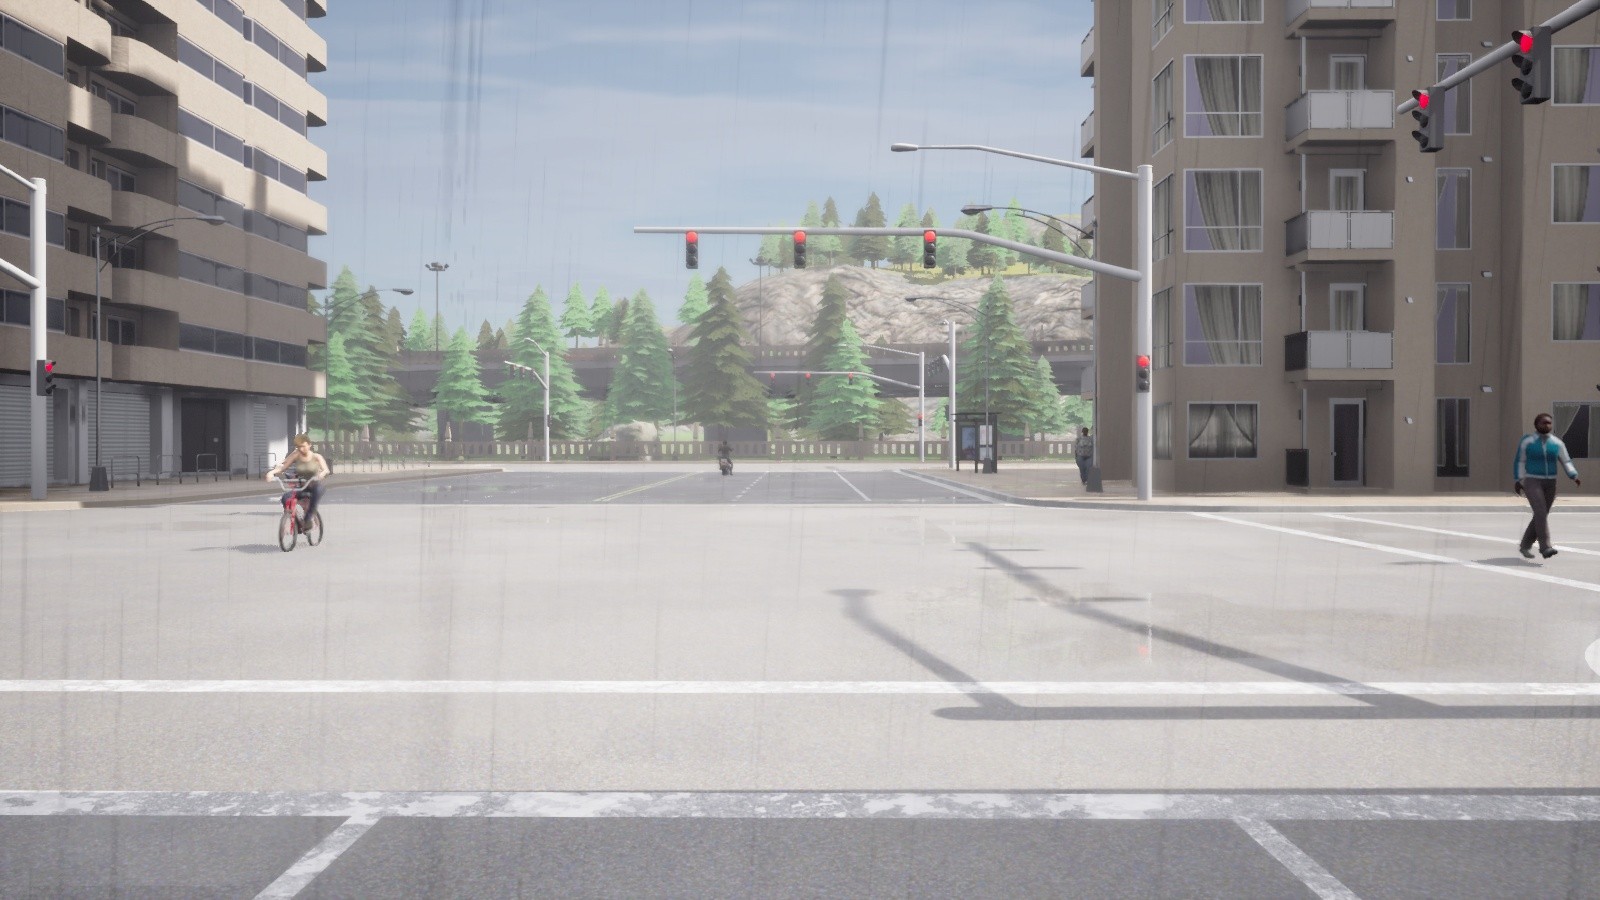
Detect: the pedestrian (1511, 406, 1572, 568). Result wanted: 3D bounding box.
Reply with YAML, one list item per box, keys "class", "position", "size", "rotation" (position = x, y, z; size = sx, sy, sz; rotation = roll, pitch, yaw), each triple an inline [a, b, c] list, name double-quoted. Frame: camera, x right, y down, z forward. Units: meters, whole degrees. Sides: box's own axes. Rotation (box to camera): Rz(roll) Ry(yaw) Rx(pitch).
- class: "pedestrian"
  position: [9.050, 0.436, 15.341]
  size: [0.396, 1.930, 0.692]
  rotation: [0, 0, 8]

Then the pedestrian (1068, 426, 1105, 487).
- class: "pedestrian"
  position: [8.883, 0.192, 38.969]
  size: [0.874, 1.855, 0.900]
  rotation: [0, 0, -4]

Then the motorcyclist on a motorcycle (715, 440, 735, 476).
- class: "motorcyclist on a motorcycle"
  position: [-3.437, 0.367, 57.900]
  size: [0.766, 1.649, 2.350]
  rotation: [0, 0, 0]

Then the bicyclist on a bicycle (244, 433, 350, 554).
- class: "bicyclist on a bicycle"
  position: [-6.975, 0.579, 17.489]
  size: [0.866, 1.612, 1.509]
  rotation: [0, 0, 0]
